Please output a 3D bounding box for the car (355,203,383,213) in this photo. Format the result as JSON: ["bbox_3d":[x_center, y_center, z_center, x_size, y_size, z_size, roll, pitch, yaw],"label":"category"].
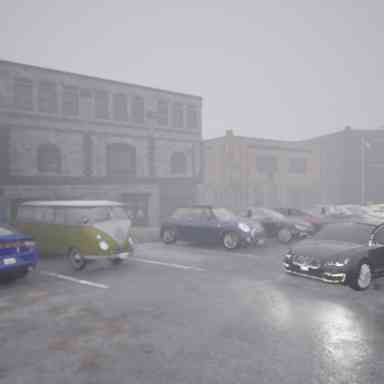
[{"bbox_3d":[8.071,1.506,19.357,4.892,1.521,2.231,-1,-1,34],"label":"car"}]

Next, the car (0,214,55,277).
[{"bbox_3d":[-6.256,1.485,9.122,5.008,1.535,2.097,-1,-1,35],"label":"car"}]

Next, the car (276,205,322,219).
[{"bbox_3d":[3.292,1.496,15.945,4.892,1.521,2.231,-1,-1,35],"label":"car"}]

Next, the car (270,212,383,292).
[{"bbox_3d":[4.577,1.510,9.093,4.892,1.490,1.837,0,0,-35],"label":"car"}]

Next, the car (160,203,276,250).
[{"bbox_3d":[0.883,1.366,14.259,4.553,1.767,2.185,-1,-1,35],"label":"car"}]

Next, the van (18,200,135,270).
[{"bbox_3d":[-3.774,1.258,10.772,4.442,1.987,1.878,-1,-1,35],"label":"van"}]

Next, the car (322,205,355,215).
[{"bbox_3d":[5.711,1.529,17.628,4.792,1.488,2.163,-1,-1,35],"label":"car"}]
